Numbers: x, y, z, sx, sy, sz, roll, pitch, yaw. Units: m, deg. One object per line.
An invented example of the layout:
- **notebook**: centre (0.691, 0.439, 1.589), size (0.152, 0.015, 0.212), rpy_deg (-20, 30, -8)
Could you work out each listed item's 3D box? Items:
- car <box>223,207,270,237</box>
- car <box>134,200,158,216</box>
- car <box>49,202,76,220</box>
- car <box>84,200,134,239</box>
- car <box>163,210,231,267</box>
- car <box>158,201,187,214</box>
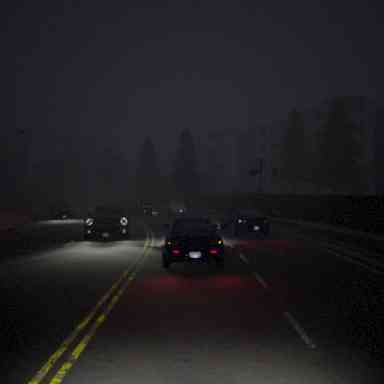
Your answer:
- **car**: centre (2.816, 1.564, 18.406), size (1.812, 1.442, 4.674), rpy_deg (0, 0, -8)
- **car**: centre (-5.431, 1.555, 32.716), size (2.128, 1.511, 4.902), rpy_deg (0, 0, -27)
- **car**: centre (-11.576, 1.601, 29.381), size (2.033, 1.411, 5.357), rpy_deg (0, 0, -27)
- **car**: centre (-4.288, 1.385, 17.442), size (2.097, 1.767, 4.553), rpy_deg (0, 0, -9)
- **car**: centre (-0.021, 1.549, 11.421), size (1.812, 1.442, 4.674), rpy_deg (0, 0, -3)
- **car**: centre (-2.062, 1.593, 33.767), size (1.812, 1.442, 4.674), rpy_deg (0, 0, -26)
